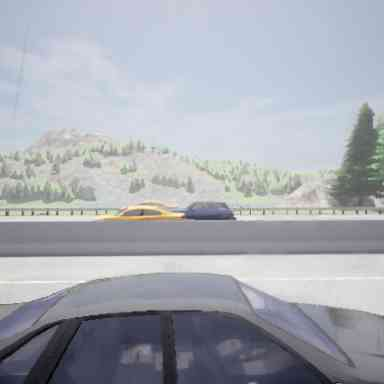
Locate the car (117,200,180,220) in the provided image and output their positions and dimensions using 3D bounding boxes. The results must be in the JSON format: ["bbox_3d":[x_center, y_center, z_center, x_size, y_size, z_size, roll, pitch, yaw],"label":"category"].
[{"bbox_3d":[-3.502,1.466,27.662,5.008,1.535,1.882,0,0,-2],"label":"car"}]

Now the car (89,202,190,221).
[{"bbox_3d":[-2.770,1.471,17.182,5.008,1.535,1.882,0,0,-2],"label":"car"}]

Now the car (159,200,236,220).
[{"bbox_3d":[0.434,1.341,20.810,4.553,1.767,2.097,0,0,-2],"label":"car"}]

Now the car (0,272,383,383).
[{"bbox_3d":[-0.060,1.546,3.079,5.357,1.411,2.033,0,0,-2],"label":"car"}]
